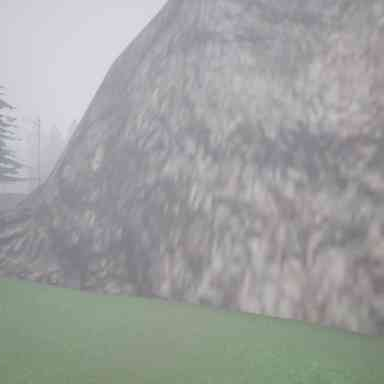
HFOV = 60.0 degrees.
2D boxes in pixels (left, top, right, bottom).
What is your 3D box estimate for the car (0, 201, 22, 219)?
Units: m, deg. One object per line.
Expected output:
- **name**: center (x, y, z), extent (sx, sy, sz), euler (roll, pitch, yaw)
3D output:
- **car**: center (-16.242, 1.491, 26.664), extent (2.128, 1.511, 4.902), euler (0, 0, 29)
